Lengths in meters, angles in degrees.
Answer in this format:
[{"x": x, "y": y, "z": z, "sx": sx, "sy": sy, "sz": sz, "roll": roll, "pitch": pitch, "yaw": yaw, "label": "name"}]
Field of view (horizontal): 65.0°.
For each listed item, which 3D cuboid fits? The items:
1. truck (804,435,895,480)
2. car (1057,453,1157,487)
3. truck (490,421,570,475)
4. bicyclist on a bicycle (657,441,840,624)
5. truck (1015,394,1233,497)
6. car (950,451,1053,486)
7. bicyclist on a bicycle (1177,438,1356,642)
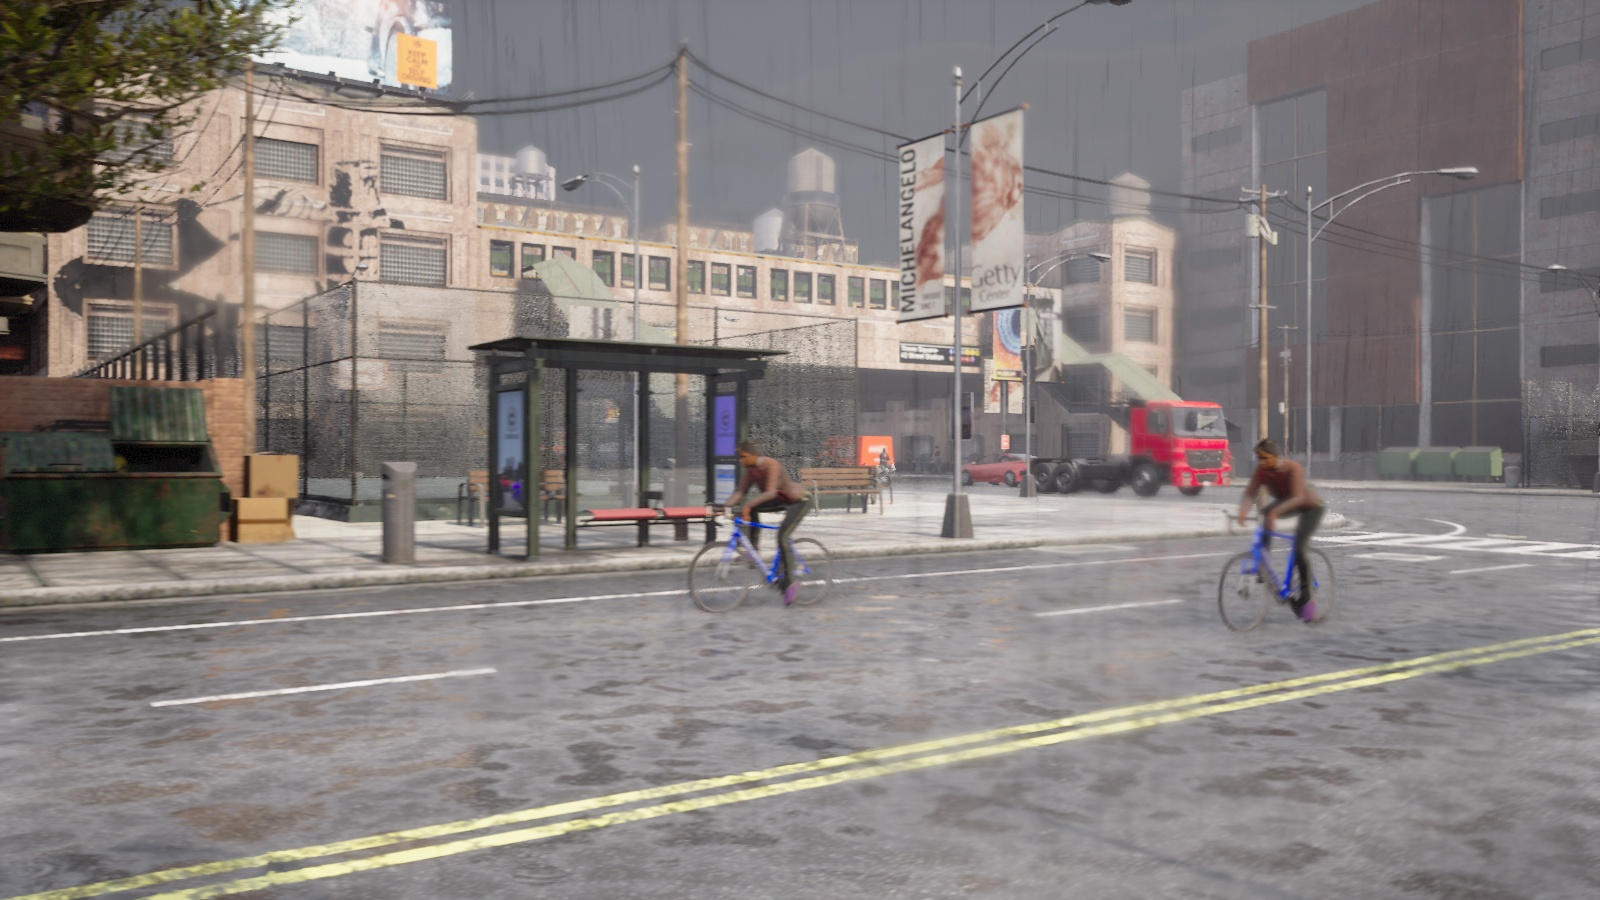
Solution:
[{"x": 2.793, "y": 0.429, "z": 72.061, "sx": 2.627, "sy": 2.467, "sz": 5.204, "roll": 0, "pitch": 0, "yaw": -34, "label": "truck"}, {"x": 13.649, "y": 0.868, "z": 56.106, "sx": 1.816, "sy": 1.474, "sz": 4.193, "roll": 0, "pitch": 0, "yaw": -34, "label": "car"}, {"x": -20.221, "y": -0.147, "z": 93.515, "sx": 2.891, "sy": 3.827, "sz": 8.468, "roll": 0, "pitch": 0, "yaw": -34, "label": "truck"}, {"x": -0.470, "y": 0.728, "z": 11.861, "sx": 1.656, "sy": 1.620, "sz": 0.582, "roll": -1, "pitch": 0, "yaw": -35, "label": "bicyclist on a bicycle"}, {"x": 11.773, "y": -0.148, "z": 46.495, "sx": 2.891, "sy": 3.462, "sz": 7.936, "roll": 0, "pitch": 0, "yaw": -33, "label": "truck"}, {"x": 9.033, "y": 0.812, "z": 56.660, "sx": 2.007, "sy": 1.525, "sz": 4.514, "roll": 0, "pitch": 0, "yaw": -34, "label": "car"}, {"x": 3.992, "y": 0.716, "z": 10.702, "sx": 1.656, "sy": 1.620, "sz": 0.582, "roll": -1, "pitch": 0, "yaw": -35, "label": "bicyclist on a bicycle"}]
